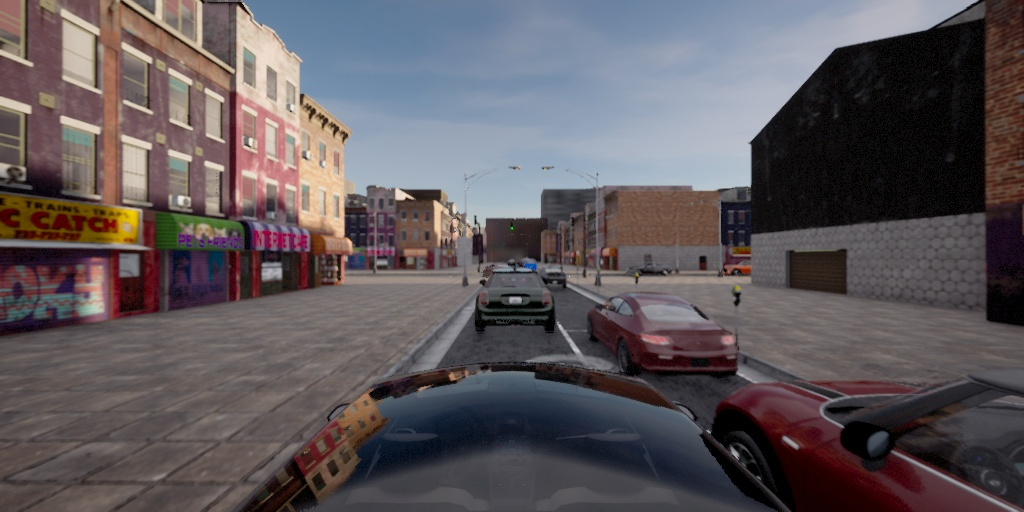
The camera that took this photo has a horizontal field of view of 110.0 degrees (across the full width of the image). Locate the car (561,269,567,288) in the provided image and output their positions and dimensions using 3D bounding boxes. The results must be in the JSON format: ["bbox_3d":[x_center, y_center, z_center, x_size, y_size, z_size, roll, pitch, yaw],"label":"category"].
[{"bbox_3d":[2.640,1.386,24.134,2.007,1.370,4.403,0,0,0],"label":"car"}]

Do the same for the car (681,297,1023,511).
[{"bbox_3d":[2.637,1.189,1.418,1.967,1.591,4.097,0,0,0],"label":"car"}]

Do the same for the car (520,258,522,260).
[{"bbox_3d":[2.643,1.442,56.611,1.967,1.591,4.097,0,0,0],"label":"car"}]

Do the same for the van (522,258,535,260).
[{"bbox_3d":[2.642,1.314,51.136,1.690,1.789,3.998,0,0,0],"label":"van"}]

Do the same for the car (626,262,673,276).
[{"bbox_3d":[14.988,1.405,39.182,4.902,1.511,2.128,0,0,0],"label":"car"}]

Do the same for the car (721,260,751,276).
[{"bbox_3d":[25.272,1.265,39.132,4.553,1.767,2.097,0,0,1],"label":"car"}]

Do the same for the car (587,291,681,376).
[{"bbox_3d":[2.638,1.348,7.097,1.802,1.307,4.207,0,0,0],"label":"car"}]

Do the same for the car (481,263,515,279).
[{"bbox_3d":[-1.455,1.431,35.930,1.812,1.442,4.674,1,0,-23],"label":"car"}]

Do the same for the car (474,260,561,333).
[{"bbox_3d":[0.056,1.132,11.068,2.097,1.767,4.553,0,0,-1],"label":"car"}]
